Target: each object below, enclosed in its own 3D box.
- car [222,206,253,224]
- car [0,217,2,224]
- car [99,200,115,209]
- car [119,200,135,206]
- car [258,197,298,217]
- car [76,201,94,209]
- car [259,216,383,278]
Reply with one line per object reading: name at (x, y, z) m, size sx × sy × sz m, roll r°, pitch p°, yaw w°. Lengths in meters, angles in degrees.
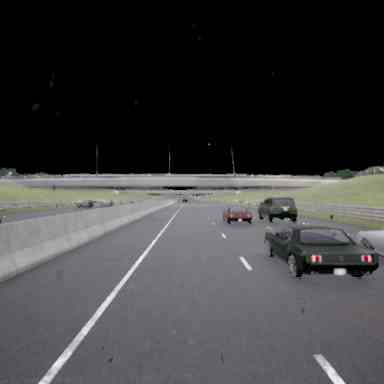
car at (3.517, 1.801, 26.614) m, size 1.895 × 1.301 × 4.718 m, roll 0°, pitch -1°, yaw 0°
car at (-10.630, 1.572, 14.955) m, size 1.882 × 1.535 × 5.008 m, roll 0°, pitch 0°, yaw 0°
car at (-14.397, 2.136, 56.791) m, size 1.812 × 1.442 × 4.674 m, roll 0°, pitch -1°, yaw 0°
car at (-10.894, 2.075, 56.011) m, size 1.882 × 1.535 × 5.008 m, roll 0°, pitch -1°, yaw 0°
car at (7.011, 1.431, 27.608) m, size 2.150 × 2.045 × 5.566 m, roll 0°, pitch -1°, yaw 0°
car at (-17.889, 2.161, 55.946) m, size 1.994 × 1.385 × 4.181 m, roll 0°, pitch -1°, yaw 0°
car at (3.584, 1.658, 10.271) m, size 1.895 × 1.301 × 4.718 m, roll 0°, pitch 0°, yaw 0°
